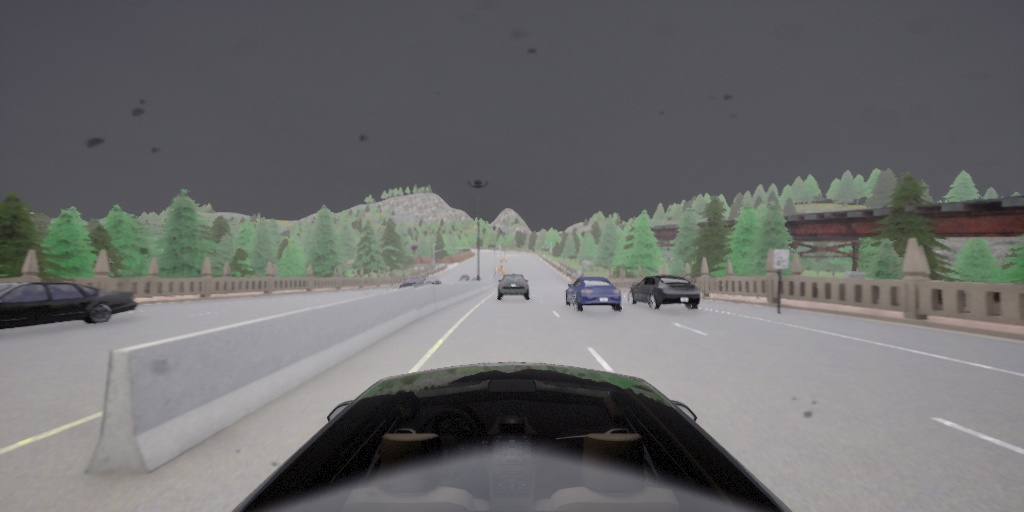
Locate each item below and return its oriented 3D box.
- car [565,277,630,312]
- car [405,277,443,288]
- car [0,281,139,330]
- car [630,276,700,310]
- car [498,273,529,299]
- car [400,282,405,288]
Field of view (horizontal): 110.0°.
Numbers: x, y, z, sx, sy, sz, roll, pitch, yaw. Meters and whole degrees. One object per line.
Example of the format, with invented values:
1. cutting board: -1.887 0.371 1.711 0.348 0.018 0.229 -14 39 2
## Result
1. car: 3.598 1.680 16.372 1.812 1.442 4.674 0 -3 0
2. car: -7.098 2.534 30.458 2.128 1.511 4.902 0 -4 0
3. car: -14.101 1.440 10.208 2.033 1.411 5.357 0 -2 0
4. car: 7.097 1.695 17.178 1.837 1.490 4.892 0 -3 0
5. car: 0.096 2.096 25.748 2.097 1.767 4.553 0 -4 0
6. car: -10.596 3.139 39.147 2.033 1.411 5.357 0 -4 0
